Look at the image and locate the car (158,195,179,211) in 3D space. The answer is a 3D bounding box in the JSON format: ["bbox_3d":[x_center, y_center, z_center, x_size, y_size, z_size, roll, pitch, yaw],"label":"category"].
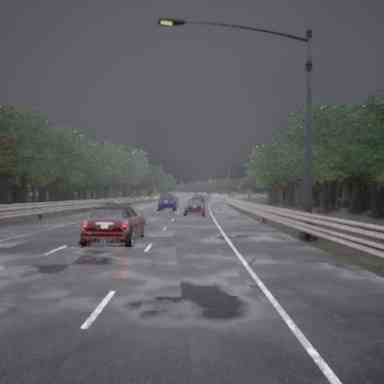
[{"bbox_3d":[-2.942,1.333,41.796,2.150,2.045,5.566,0,0,2],"label":"car"}]

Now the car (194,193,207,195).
[{"bbox_3d":[1.103,1.403,56.724,2.150,2.045,5.566,0,0,3],"label":"car"}]

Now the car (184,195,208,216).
[{"bbox_3d":[0.299,1.472,34.881,2.097,1.767,4.553,0,0,1],"label":"car"}]

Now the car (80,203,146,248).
[{"bbox_3d":[-3.415,1.383,15.172,2.097,1.767,4.553,0,0,0],"label":"car"}]

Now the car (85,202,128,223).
[{"bbox_3d":[-6.820,1.590,27.229,2.033,1.411,5.357,0,0,1],"label":"car"}]
